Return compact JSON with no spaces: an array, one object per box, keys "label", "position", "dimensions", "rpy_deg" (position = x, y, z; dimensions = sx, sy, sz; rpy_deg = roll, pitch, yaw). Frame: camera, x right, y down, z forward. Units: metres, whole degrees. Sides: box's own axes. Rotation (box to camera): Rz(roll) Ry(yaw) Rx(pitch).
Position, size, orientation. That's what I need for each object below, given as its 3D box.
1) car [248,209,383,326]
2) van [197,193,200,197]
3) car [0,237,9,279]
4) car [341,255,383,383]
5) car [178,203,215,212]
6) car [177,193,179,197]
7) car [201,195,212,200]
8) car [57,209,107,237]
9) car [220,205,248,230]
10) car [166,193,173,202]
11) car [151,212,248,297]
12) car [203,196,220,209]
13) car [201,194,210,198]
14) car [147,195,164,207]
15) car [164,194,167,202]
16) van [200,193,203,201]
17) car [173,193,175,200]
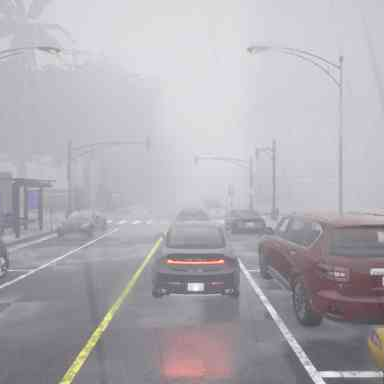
[{"label":"car","position":[2.766,1.314,6.975],"dimensions":[2.192,1.841,5.009],"rpy_deg":[0,0,0]},{"label":"van","position":[2.841,1.276,82.205],"dimensions":[1.690,1.788,3.998],"rpy_deg":[0,0,0]},{"label":"car","position":[-5.759,1.439,7.000],"dimensions":[1.967,1.590,4.097],"rpy_deg":[0,0,0]},{"label":"car","position":[2.761,1.525,1.720],"dimensions":[1.752,1.417,4.829],"rpy_deg":[0,0,0]},{"label":"car","position":[0.020,1.559,18.585],"dimensions":[1.994,1.385,4.181],"rpy_deg":[0,0,0]},{"label":"car","position":[-5.673,1.232,93.074],"dimensions":[2.192,1.841,5.009],"rpy_deg":[0,0,0]},{"label":"car","position":[2.809,1.540,49.683],"dimensions":[1.947,1.339,4.313],"rpy_deg":[0,0,0]},{"label":"car","position":[-5.748,1.577,17.852],"dimensions":[1.802,1.307,4.206],"rpy_deg":[0,0,0]},{"label":"car","position":[2.778,1.561,17.826],"dimensions":[1.947,1.339,4.313],"rpy_deg":[0,0,0]},{"label":"car","position":[-5.695,1.391,71.393],"dimensions":[1.967,1.590,4.097],"rpy_deg":[0,0,0]},{"label":"car","position":[0.084,1.503,8.557],"dimensions":[1.837,1.490,4.892],"rpy_deg":[0,0,0]},{"label":"car","position":[2.804,1.544,44.263],"dimensions":[1.947,1.339,4.313],"rpy_deg":[0,0,0]},{"label":"car","position":[2.815,1.495,55.273],"dimensions":[1.752,1.417,4.829],"rpy_deg":[0,0,0]},{"label":"car","position":[-5.716,1.525,49.711],"dimensions":[2.008,1.369,4.403],"rpy_deg":[0,0,0]},{"label":"car","position":[-5.711,1.410,55.131],"dimensions":[1.967,1.590,4.097],"rpy_deg":[0,0,0]},{"label":"van","position":[2.819,1.305,60.524],"dimensions":[1.690,1.788,3.998],"rpy_deg":[0,0,0]},{"label":"car","position":[-5.690,1.258,76.813],"dimensions":[2.192,1.841,5.009],"rpy_deg":[0,0,0]}]
